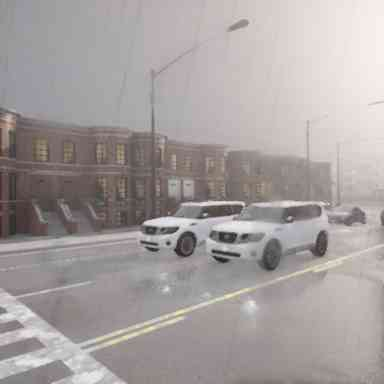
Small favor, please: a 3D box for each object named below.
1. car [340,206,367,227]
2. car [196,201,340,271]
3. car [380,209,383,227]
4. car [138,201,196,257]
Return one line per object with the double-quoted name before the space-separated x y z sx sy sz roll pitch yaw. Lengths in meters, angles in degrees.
"car" 11.583 1.770 25.024 4.674 1.442 1.812 0 -1 -44
"car" 2.971 1.365 11.936 5.566 2.045 2.150 0 -1 -44
"car" 15.432 1.414 23.871 5.566 2.045 2.150 0 -1 -44
"car" 0.364 1.422 14.285 5.566 2.045 2.150 0 -1 -44
